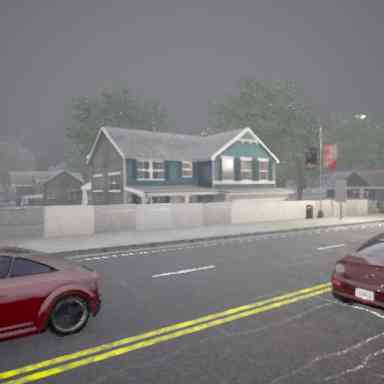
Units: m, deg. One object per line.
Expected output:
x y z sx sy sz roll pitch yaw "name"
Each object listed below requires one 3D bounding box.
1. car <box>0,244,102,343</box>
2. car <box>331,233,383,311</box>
-3.576 1.564 5.119 4.181 1.385 1.994 0 0 -35 "car"
4.713 1.520 6.804 4.674 1.442 1.812 0 0 -35 "car"
